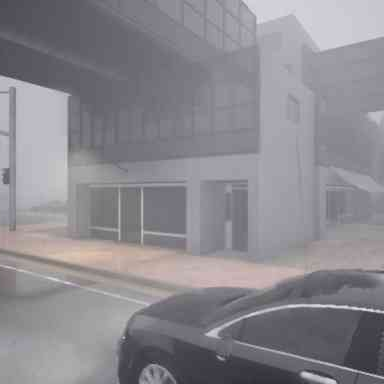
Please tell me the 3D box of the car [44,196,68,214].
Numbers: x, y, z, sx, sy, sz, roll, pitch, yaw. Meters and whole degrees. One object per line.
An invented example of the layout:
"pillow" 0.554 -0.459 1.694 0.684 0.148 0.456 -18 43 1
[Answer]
"car" -12.538 1.502 35.188 1.837 1.490 4.892 0 0 37

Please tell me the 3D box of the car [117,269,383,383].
"car" 1.416 1.505 2.982 4.892 1.490 1.837 0 0 36

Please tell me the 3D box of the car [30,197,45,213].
"car" -15.640 1.561 36.878 1.994 1.385 4.181 0 0 36

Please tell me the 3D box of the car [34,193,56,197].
"car" -31.249 1.148 69.870 4.605 1.855 1.932 0 0 35
